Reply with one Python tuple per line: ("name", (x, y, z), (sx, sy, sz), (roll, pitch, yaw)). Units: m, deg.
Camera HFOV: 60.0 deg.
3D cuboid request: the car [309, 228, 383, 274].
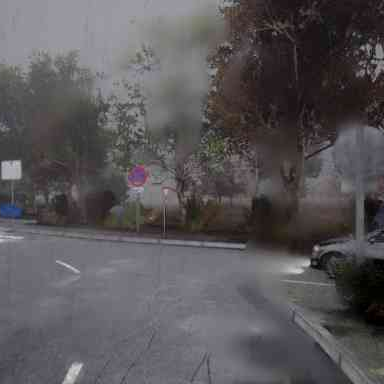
("car", (5.208, 1.524, 8.399), (4.181, 1.385, 1.994), (-2, -1, 40))
